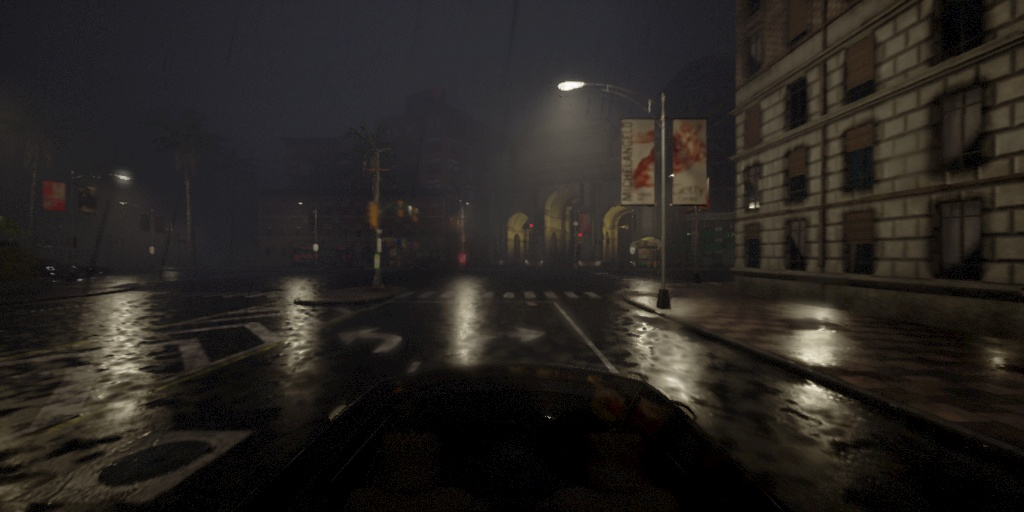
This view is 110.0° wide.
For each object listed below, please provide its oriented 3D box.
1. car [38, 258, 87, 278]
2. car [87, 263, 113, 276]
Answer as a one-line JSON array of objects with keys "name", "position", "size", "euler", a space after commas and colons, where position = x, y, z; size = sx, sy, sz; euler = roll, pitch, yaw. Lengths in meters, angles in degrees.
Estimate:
[{"name": "car", "position": [-37.482, 0.951, 28.494], "size": [4.553, 1.767, 2.097], "euler": [0, 0, 1]}, {"name": "car", "position": [-38.884, 1.182, 32.013], "size": [4.718, 1.301, 1.895], "euler": [0, 0, 0]}]
